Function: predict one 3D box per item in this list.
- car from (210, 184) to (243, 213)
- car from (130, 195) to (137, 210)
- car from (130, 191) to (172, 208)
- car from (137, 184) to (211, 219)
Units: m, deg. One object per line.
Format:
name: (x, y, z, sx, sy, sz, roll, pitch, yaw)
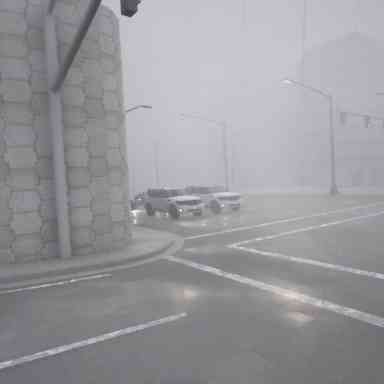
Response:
car: (1.400, 0.425, 25.654, 2.150, 2.045, 5.566, -5, 3, -35)
car: (-6.867, 1.001, 31.330, 1.994, 1.385, 4.181, -5, 3, -35)
car: (-4.217, 0.692, 33.629, 2.128, 1.511, 4.902, -5, 3, -35)
car: (-1.446, 0.661, 23.630, 2.150, 2.045, 5.566, -5, 3, -35)
